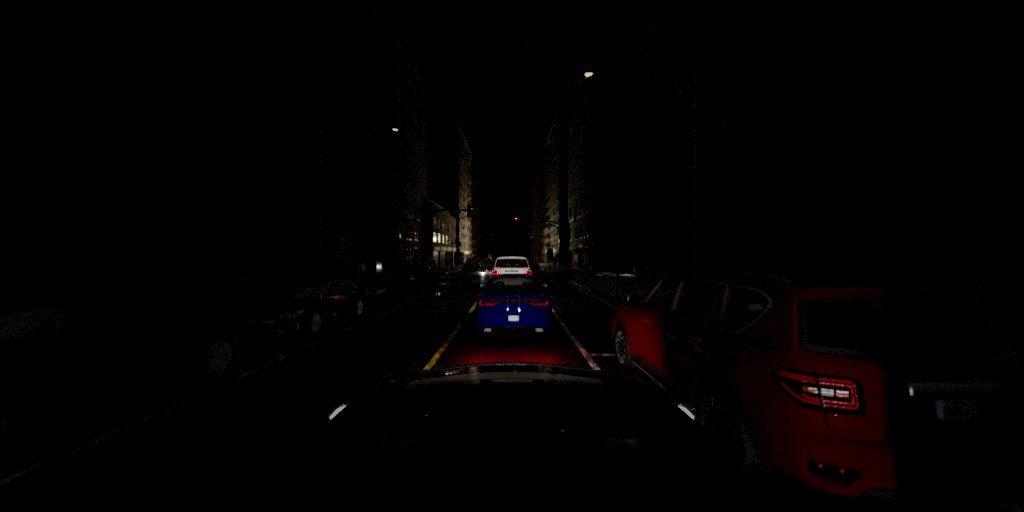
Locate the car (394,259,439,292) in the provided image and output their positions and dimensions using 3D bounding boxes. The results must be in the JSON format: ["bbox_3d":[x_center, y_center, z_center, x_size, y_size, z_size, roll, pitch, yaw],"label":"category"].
[{"bbox_3d":[-5.687,1.098,21.399,2.192,1.841,5.009,0,0,0],"label":"car"}]

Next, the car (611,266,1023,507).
[{"bbox_3d":[2.855,1.069,4.682,2.192,1.841,5.009,0,0,0],"label":"car"}]

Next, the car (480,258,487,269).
[{"bbox_3d":[-3.148,1.375,48.941,1.812,1.442,4.674,0,0,-3],"label":"car"}]

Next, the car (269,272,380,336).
[{"bbox_3d":[-5.675,1.313,10.234,2.007,1.370,4.403,0,0,0],"label":"car"}]

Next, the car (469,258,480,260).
[{"bbox_3d":[-5.720,1.178,53.963,2.192,1.841,5.009,0,0,0],"label":"car"}]

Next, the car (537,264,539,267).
[{"bbox_3d":[2.811,1.429,48.435,1.802,1.307,4.207,0,0,0],"label":"car"}]

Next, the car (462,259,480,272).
[{"bbox_3d":[-5.715,1.430,48.399,1.802,1.307,4.207,0,0,0],"label":"car"}]

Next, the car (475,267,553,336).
[{"bbox_3d":[0.045,1.241,10.459,1.882,1.535,5.008,0,0,0],"label":"car"}]

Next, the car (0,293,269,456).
[{"bbox_3d":[-5.670,1.299,4.651,1.888,1.381,4.507,0,0,0],"label":"car"}]

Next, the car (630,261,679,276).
[{"bbox_3d":[14.647,1.258,37.011,4.181,1.385,1.994,0,1,0],"label":"car"}]

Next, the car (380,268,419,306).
[{"bbox_3d":[-5.681,1.354,15.817,1.802,1.307,4.207,0,0,0],"label":"car"}]

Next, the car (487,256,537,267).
[{"bbox_3d":[-0.013,1.002,20.120,2.150,2.045,5.566,0,0,0],"label":"car"}]
